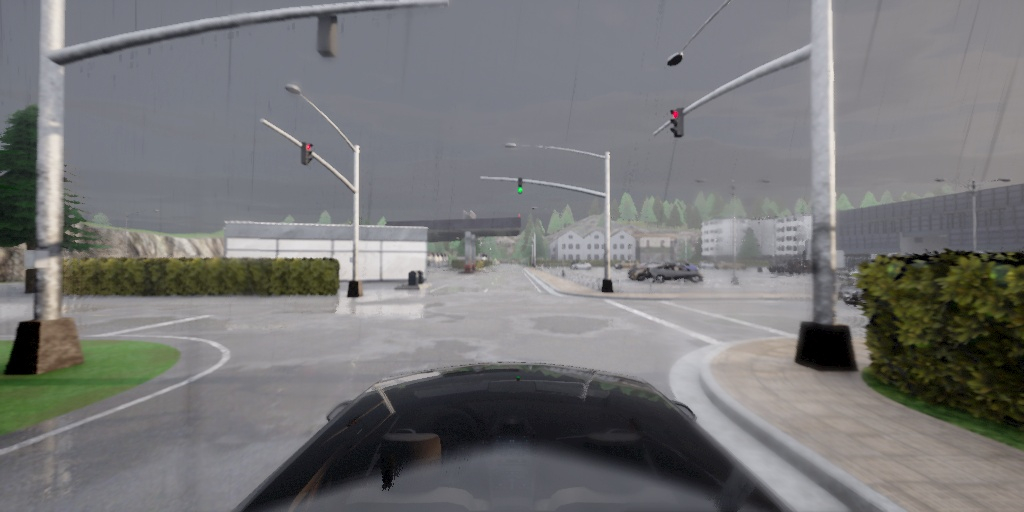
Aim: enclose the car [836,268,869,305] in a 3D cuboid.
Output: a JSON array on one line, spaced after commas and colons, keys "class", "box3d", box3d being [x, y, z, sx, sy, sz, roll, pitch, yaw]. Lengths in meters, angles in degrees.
[{"class": "car", "box3d": [16.573, 1.411, 15.140, 4.902, 1.511, 2.128, 0, -1, -1]}]
